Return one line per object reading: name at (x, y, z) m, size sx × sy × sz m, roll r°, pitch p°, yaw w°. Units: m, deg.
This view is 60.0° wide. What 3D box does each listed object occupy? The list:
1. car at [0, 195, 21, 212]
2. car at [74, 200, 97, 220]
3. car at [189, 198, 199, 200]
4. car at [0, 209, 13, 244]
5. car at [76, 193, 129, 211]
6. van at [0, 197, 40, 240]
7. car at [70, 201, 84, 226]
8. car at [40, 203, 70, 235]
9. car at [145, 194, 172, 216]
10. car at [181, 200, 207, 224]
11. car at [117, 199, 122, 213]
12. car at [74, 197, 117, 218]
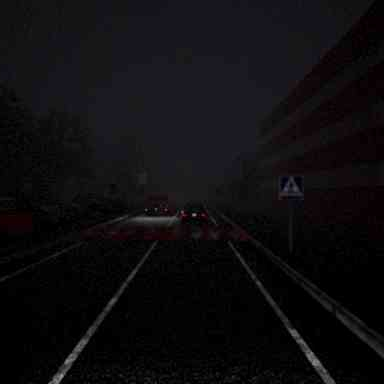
car at (-21.984, 1.258, 37.192) m, size 4.553 × 1.767 × 2.185 m, roll 0°, pitch -1°, yaw 0°
car at (-9.423, 1.466, 23.189) m, size 4.674 × 1.452 × 2.002 m, roll 0°, pitch 0°, yaw 0°
car at (0.286, 1.529, 42.853) m, size 2.033 × 1.411 × 5.357 m, roll 0°, pitch 0°, yaw 0°
car at (-9.384, 1.483, 11.886) m, size 4.674 × 1.452 × 2.002 m, roll 0°, pitch 0°, yaw 0°
car at (-9.436, 1.149, 34.492) m, size 5.566 × 2.045 × 2.435 m, roll 0°, pitch 0°, yaw 0°
van at (-9.513, 1.213, 14.711) m, size 4.442 × 1.987 × 1.878 m, roll 0°, pitch 0°, yaw 0°
car at (-9.418, 1.471, 20.363) m, size 4.674 × 1.452 × 2.002 m, roll 0°, pitch 0°, yaw 0°
car at (-9.376, 1.464, 17.538) m, size 4.792 × 1.488 × 2.163 m, roll 0°, pitch 0°, yaw 0°
car at (-3.238, 1.216, 32.976) m, size 2.150 × 2.045 × 5.566 m, roll 0°, pitch 0°, yaw 0°
car at (0.162, 1.553, 24.478) m, size 2.033 × 1.411 × 5.357 m, roll 0°, pitch 0°, yaw 0°
car at (-9.452, 1.448, 31.668) m, size 4.674 × 1.452 × 2.002 m, roll 0°, pitch 0°, yaw 0°
car at (-9.440, 1.416, 28.840) m, size 5.008 × 1.535 × 2.097 m, roll 0°, pitch 0°, yaw 0°
